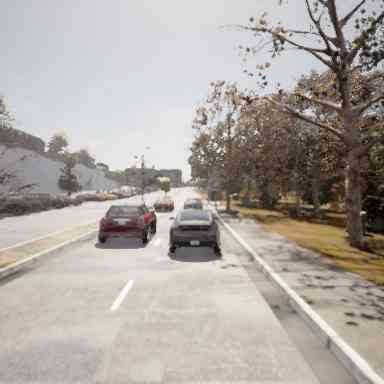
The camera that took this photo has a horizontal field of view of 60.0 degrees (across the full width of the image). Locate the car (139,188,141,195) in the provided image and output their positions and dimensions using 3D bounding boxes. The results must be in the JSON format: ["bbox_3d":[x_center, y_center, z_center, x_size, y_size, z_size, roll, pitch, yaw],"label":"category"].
[{"bbox_3d":[-16.823,0.353,88.586,4.674,1.452,2.002,-1,1,-20],"label":"car"}]

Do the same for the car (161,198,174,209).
[{"bbox_3d":[-2.899,1.302,35.532,1.895,1.301,4.718,0,1,0],"label":"car"}]

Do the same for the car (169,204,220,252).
[{"bbox_3d":[0.100,1.451,13.716,1.837,1.490,4.892,0,1,0],"label":"car"}]

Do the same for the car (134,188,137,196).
[{"bbox_3d":[-16.827,0.512,82.588,4.674,1.452,2.002,-1,1,-20],"label":"car"}]

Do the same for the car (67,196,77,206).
[{"bbox_3d":[-16.846,1.173,40.547,4.674,1.452,2.002,-1,1,-20],"label":"car"}]

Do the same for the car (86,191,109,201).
[{"bbox_3d":[-16.816,0.975,55.570,4.792,1.488,2.163,-1,0,-20],"label":"car"}]

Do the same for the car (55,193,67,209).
[{"bbox_3d":[-16.825,1.044,37.572,4.553,1.767,2.185,-1,1,-20],"label":"car"}]

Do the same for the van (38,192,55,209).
[{"bbox_3d":[-16.966,0.984,34.536,4.442,1.987,1.878,-1,1,-20],"label":"van"}]

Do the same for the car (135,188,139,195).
[{"bbox_3d":[-16.854,0.267,85.572,4.553,1.767,2.185,-1,1,-20],"label":"car"}]

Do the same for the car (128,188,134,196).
[{"bbox_3d":[-16.857,0.357,76.559,5.566,2.045,2.435,-1,1,-20],"label":"car"}]

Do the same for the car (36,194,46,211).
[{"bbox_3d":[-16.851,1.246,31.600,4.892,1.521,2.231,-1,1,-20],"label":"car"}]

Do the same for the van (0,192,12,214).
[{"bbox_3d":[-16.755,1.091,25.676,4.442,1.987,1.878,-1,0,-20],"label":"van"}]

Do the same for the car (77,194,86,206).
[{"bbox_3d":[-16.824,1.125,43.565,4.792,1.488,2.163,-1,0,-20],"label":"car"}]

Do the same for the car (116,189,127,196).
[{"bbox_3d":[-16.811,0.529,67.580,5.566,2.045,2.435,-1,1,-20],"label":"car"}]

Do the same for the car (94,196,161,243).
[{"bbox_3d":[-2.900,1.280,15.927,2.097,1.767,4.553,0,0,0],"label":"car"}]

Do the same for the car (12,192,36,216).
[{"bbox_3d":[-16.837,1.030,28.628,5.566,2.045,2.435,-1,0,-20],"label":"car"}]

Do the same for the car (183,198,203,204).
[{"bbox_3d":[0.101,1.292,31.991,2.033,1.411,5.357,0,1,0],"label":"car"}]

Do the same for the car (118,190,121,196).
[{"bbox_3d":[-16.840,0.865,64.566,4.674,1.452,2.002,-1,1,-20],"label":"car"}]

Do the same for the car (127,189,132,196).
[{"bbox_3d":[-16.658,0.663,73.638,5.366,1.575,1.946,-1,1,-20],"label":"car"}]

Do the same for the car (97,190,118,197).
[{"bbox_3d":[-17.010,0.869,61.493,5.366,1.575,1.946,-1,1,-20],"label":"car"}]

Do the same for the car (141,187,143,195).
[{"bbox_3d":[-16.811,0.229,91.584,5.008,1.535,2.097,-1,2,-20],"label":"car"}]
